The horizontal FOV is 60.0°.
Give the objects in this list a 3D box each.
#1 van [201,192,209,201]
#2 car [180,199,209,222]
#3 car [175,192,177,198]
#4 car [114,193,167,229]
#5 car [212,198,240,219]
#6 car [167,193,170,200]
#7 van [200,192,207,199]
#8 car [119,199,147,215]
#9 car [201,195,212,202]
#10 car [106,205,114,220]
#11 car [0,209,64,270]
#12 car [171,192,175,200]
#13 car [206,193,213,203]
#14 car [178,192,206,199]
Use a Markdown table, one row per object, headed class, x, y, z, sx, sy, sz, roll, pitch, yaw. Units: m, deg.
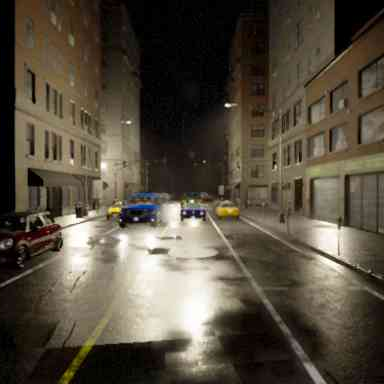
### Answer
| class | x | y | z | sx | sy | sz | roll | pitch | yaw |
| --- | --- | --- | --- | --- | --- | --- | --- | --- | --- |
| van | 2.858 | 1.016 | 75.909 | 1.690 | 1.788 | 3.998 | 0 | 0 | 0 |
| car | 0.083 | 1.484 | 25.161 | 1.895 | 1.301 | 4.718 | 0 | 0 | 0 |
| car | -5.666 | 1.070 | 86.913 | 1.967 | 1.590 | 4.097 | 0 | 0 | 0 |
| car | -3.097 | 1.122 | 21.214 | 2.150 | 2.045 | 5.566 | 0 | 0 | 0 |
| car | 2.857 | 1.399 | 27.277 | 1.752 | 1.417 | 4.829 | 0 | 0 | 0 |
| car | -5.668 | 1.055 | 59.406 | 2.192 | 1.841 | 5.009 | 0 | 0 | 0 |
| van | 2.859 | 0.971 | 86.912 | 1.690 | 1.788 | 3.998 | 0 | 0 | 0 |
| car | -5.668 | 1.401 | 32.633 | 2.008 | 1.369 | 4.403 | 0 | 0 | 0 |
| car | 2.859 | 1.284 | 64.907 | 1.947 | 1.339 | 4.313 | 0 | 0 | 0 |
| car | -5.668 | 1.400 | 26.938 | 1.752 | 1.417 | 4.829 | 0 | 0 | 0 |
| car | -5.669 | 1.389 | 10.530 | 1.967 | 1.590 | 4.097 | 0 | 0 | 0 |
| car | -5.667 | 1.114 | 75.910 | 1.967 | 1.590 | 4.097 | 0 | 0 | 0 |
| car | 2.858 | 1.285 | 59.406 | 1.887 | 1.381 | 4.507 | 0 | 0 | 0 |
| car | 0.001 | 1.061 | 35.101 | 2.150 | 2.045 | 5.566 | 0 | 0 | 0 |
